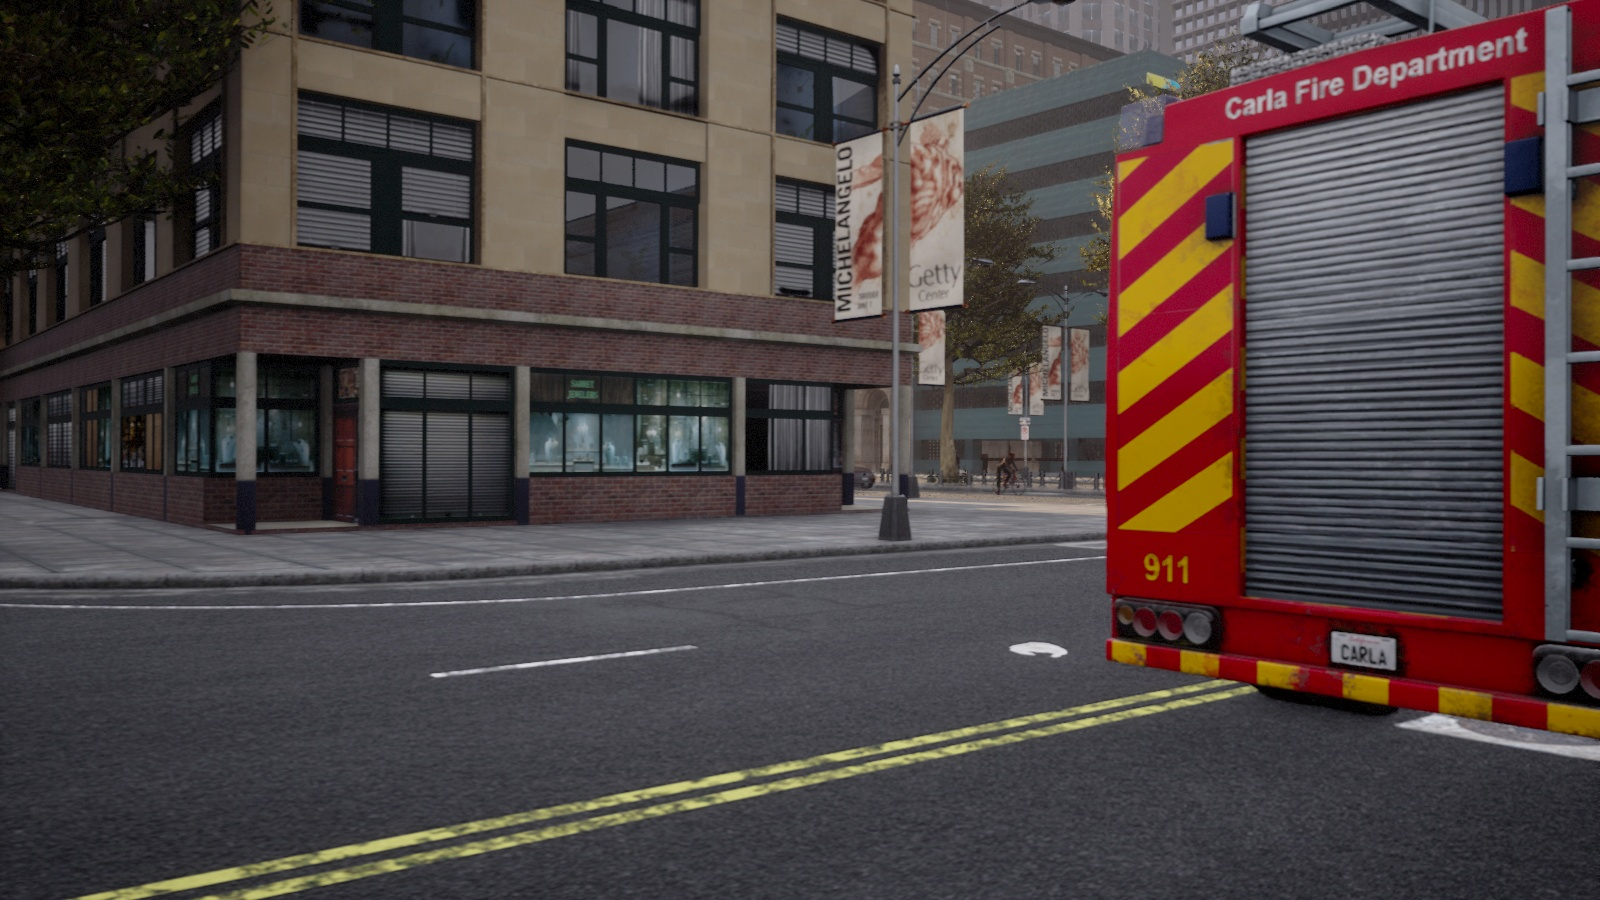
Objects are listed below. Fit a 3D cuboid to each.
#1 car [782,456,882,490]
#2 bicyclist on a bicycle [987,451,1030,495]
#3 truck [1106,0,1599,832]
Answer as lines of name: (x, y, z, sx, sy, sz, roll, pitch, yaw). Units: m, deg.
car: (1.354, 0.967, 55.230, 1.812, 1.442, 4.674, 0, 0, -39)
bicyclist on a bicycle: (7.836, 0.862, 47.259, 0.582, 1.620, 1.656, 0, 0, -39)
truck: (5.879, -0.394, 8.339, 8.468, 3.827, 2.891, 0, 0, -39)
